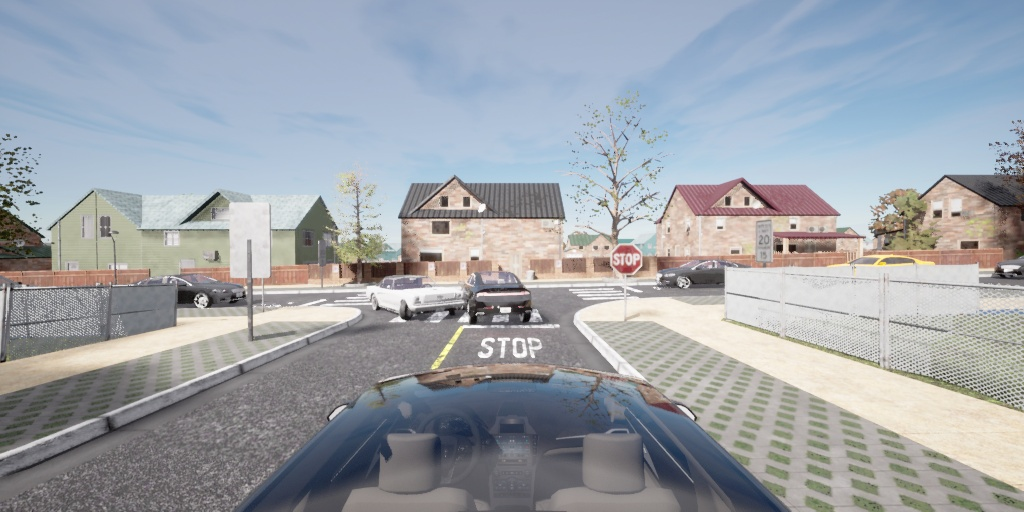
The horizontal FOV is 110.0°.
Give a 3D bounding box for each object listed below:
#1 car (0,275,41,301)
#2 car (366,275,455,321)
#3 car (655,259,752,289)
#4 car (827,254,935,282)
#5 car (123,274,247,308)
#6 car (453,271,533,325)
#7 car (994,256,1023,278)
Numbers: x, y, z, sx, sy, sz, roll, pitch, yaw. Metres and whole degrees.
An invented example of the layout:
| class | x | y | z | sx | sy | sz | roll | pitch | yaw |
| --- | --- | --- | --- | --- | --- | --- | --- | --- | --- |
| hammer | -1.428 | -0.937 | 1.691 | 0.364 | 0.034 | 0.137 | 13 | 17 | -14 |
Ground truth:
| class | x | y | z | sx | sy | sz | roll | pitch | yaw |
| --- | --- | --- | --- | --- | --- | --- | --- | --- | --- |
| car | -24.232 | 1.648 | 16.317 | 4.553 | 1.767 | 2.097 | -1 | 1 | 0 |
| car | -3.597 | 1.368 | 12.852 | 1.895 | 1.301 | 4.718 | 0 | 0 | -38 |
| car | 10.340 | 0.926 | 19.394 | 4.902 | 1.511 | 2.128 | -1 | 1 | 0 |
| car | 19.770 | 0.690 | 19.426 | 5.008 | 1.535 | 1.882 | -1 | 1 | -1 |
| car | -14.895 | 1.566 | 16.353 | 4.902 | 1.511 | 2.128 | -1 | 1 | 0 |
| car | -0.680 | 1.242 | 11.991 | 2.128 | 1.511 | 4.902 | 0 | 0 | -12 |
| car | 29.394 | 0.478 | 19.458 | 4.902 | 1.511 | 2.128 | -1 | 1 | 0 |
